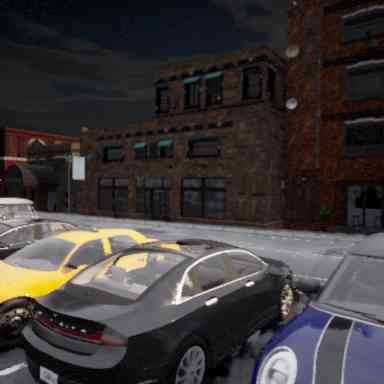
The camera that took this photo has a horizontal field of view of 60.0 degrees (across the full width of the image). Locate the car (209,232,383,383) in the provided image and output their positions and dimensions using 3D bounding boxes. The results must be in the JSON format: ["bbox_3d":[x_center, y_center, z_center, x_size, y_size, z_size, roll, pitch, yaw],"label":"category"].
[{"bbox_3d":[2.348,1.355,3.509,2.185,1.767,4.553,0,0,35],"label":"car"}]

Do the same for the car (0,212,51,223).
[{"bbox_3d":[-4.466,1.440,8.337,2.231,1.521,4.892,0,0,35],"label":"car"}]

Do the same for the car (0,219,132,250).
[{"bbox_3d":[-2.311,1.450,6.565,1.946,1.575,5.366,0,0,35],"label":"car"}]

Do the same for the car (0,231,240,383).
[{"bbox_3d":[0.059,1.468,5.096,2.231,1.521,4.892,0,0,35],"label":"car"}]

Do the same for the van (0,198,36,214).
[{"bbox_3d":[-6.667,1.200,10.042,1.878,1.987,4.442,0,0,35],"label":"van"}]
